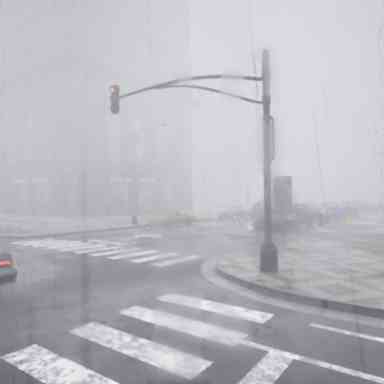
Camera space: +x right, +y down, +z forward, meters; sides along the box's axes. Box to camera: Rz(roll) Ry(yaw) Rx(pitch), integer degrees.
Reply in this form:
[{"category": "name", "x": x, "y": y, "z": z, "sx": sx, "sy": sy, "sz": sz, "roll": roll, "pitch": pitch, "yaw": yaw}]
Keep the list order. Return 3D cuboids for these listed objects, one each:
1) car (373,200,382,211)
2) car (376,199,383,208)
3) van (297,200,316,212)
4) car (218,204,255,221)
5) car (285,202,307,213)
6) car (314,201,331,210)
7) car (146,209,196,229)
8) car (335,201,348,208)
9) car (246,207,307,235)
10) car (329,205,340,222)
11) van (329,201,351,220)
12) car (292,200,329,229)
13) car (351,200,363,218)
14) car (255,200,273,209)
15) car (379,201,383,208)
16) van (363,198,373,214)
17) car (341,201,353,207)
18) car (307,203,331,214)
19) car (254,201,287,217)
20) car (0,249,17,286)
[{"category": "car", "x": 28.973, "y": 2.432, "z": 53.760, "sx": 1.802, "sy": 1.307, "sz": 4.206, "roll": -2, "pitch": -2, "yaw": 36}, {"category": "car", "x": 38.098, "y": 2.602, "z": 66.421, "sx": 1.947, "sy": 1.339, "sz": 4.313, "roll": -2, "pitch": -2, "yaw": 36}, {"category": "van", "x": 18.560, "y": 2.249, "z": 53.904, "sx": 1.690, "sy": 1.788, "sz": 3.998, "roll": -2, "pitch": -2, "yaw": 36}, {"category": "car", "x": 4.279, "y": 2.159, "z": 34.080, "sx": 2.008, "sy": 1.369, "sz": 4.403, "roll": -2, "pitch": -2, "yaw": 36}, {"category": "car", "x": 15.704, "y": 2.288, "z": 49.937, "sx": 1.967, "sy": 1.590, "sz": 4.097, "roll": -2, "pitch": -2, "yaw": 36}, {"category": "car", "x": 24.380, "y": 2.468, "z": 61.973, "sx": 1.967, "sy": 1.590, "sz": 4.097, "roll": -2, "pitch": -2, "yaw": 36}, {"category": "car", "x": -1.535, "y": 2.010, "z": 26.016, "sx": 1.752, "sy": 1.417, "sz": 4.829, "roll": -2, "pitch": -2, "yaw": 36}, {"category": "car", "x": 33.815, "y": 2.762, "z": 75.058, "sx": 1.887, "sy": 1.381, "sz": 4.507, "roll": -2, "pitch": -2, "yaw": 36}, {"category": "car", "x": 5.476, "y": 1.902, "z": 21.160, "sx": 1.887, "sy": 1.381, "sz": 4.507, "roll": -2, "pitch": -2, "yaw": 36}, {"category": "car", "x": 11.435, "y": 2.065, "z": 29.406, "sx": 1.802, "sy": 1.307, "sz": 4.206, "roll": -2, "pitch": -2, "yaw": 36}, {"category": "van", "x": 14.411, "y": 1.887, "z": 33.536, "sx": 1.690, "sy": 1.788, "sz": 3.998, "roll": -2, "pitch": -2, "yaw": 36}, {"category": "car", "x": 8.452, "y": 1.735, "z": 25.290, "sx": 2.192, "sy": 1.841, "sz": 5.009, "roll": -2, "pitch": -2, "yaw": 36}, {"category": "car", "x": 17.390, "y": 1.924, "z": 37.660, "sx": 2.192, "sy": 1.841, "sz": 5.009, "roll": -2, "pitch": -2, "yaw": 36}, {"category": "car", "x": 7.917, "y": 1.820, "z": 34.561, "sx": 2.150, "sy": 2.045, "sz": 5.566, "roll": -1, "pitch": -1, "yaw": 36}, {"category": "car", "x": 41.141, "y": 2.661, "z": 70.642, "sx": 1.947, "sy": 1.339, "sz": 4.313, "roll": -2, "pitch": -2, "yaw": 36}, {"category": "van", "x": 23.349, "y": 2.074, "z": 45.906, "sx": 1.690, "sy": 1.788, "sz": 3.998, "roll": -2, "pitch": -2, "yaw": 36}, {"category": "car", "x": 36.960, "y": 2.859, "z": 79.419, "sx": 1.802, "sy": 1.307, "sz": 4.206, "roll": -2, "pitch": -2, "yaw": 36}, {"category": "car", "x": 19.002, "y": 2.431, "z": 49.764, "sx": 2.033, "sy": 1.411, "sz": 5.357, "roll": -1, "pitch": -1, "yaw": 36}, {"category": "car", "x": 9.989, "y": 2.044, "z": 42.014, "sx": 2.192, "sy": 1.841, "sz": 5.009, "roll": -2, "pitch": -2, "yaw": 36}, {"category": "car", "x": -6.483, "y": 1.660, "z": 8.330, "sx": 5.357, "sy": 1.411, "sz": 2.033, "roll": -1, "pitch": 0, "yaw": 36}]
